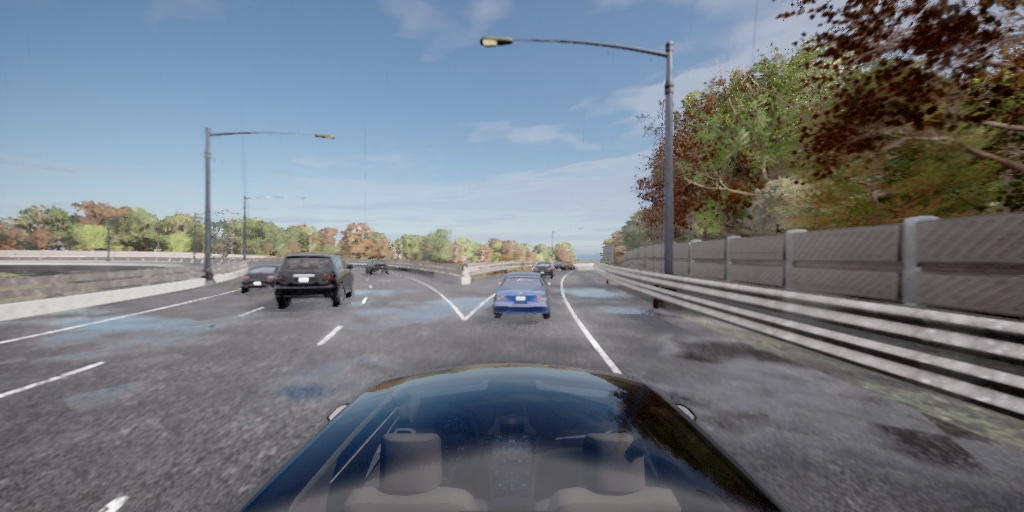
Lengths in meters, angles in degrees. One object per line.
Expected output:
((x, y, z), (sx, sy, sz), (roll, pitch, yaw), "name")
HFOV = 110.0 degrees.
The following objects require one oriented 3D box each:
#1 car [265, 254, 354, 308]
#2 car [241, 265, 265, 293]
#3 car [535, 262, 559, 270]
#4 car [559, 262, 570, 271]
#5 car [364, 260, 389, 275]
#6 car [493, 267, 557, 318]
((-8.147, 0.930, 15.228), (2.150, 2.045, 5.566), (0, 0, -17), "car")
((-13.675, 1.214, 20.269), (1.812, 1.442, 4.674), (0, 0, -21), "car")
((3.009, 1.251, 32.843), (1.812, 1.442, 4.674), (0, 0, 11), "car")
((6.834, 1.467, 51.019), (1.895, 1.301, 4.718), (0, -1, 12), "car")
((-14.258, 1.172, 37.745), (1.837, 1.490, 4.892), (0, 0, -29), "car")
((0.435, 1.286, 12.991), (2.033, 1.411, 5.357), (0, 0, 4), "car")
